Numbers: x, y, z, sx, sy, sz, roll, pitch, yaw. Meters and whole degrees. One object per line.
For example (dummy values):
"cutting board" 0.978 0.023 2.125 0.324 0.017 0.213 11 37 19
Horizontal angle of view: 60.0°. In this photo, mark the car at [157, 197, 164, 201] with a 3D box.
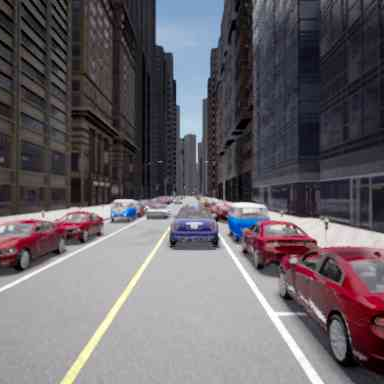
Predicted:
"car" -5.746 1.815 50.503 1.967 1.590 4.097 0 0 0

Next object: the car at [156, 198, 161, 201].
"car" -5.748 1.899 44.901 1.947 1.339 4.313 0 0 0

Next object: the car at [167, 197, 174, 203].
"car" -5.735 2.201 89.543 1.752 1.417 4.829 0 0 0

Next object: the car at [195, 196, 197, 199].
"car" 2.792 2.037 95.329 2.192 1.841 5.009 0 0 0

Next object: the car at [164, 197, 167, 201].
"car" -5.745 1.983 56.104 1.947 1.339 4.313 0 0 0

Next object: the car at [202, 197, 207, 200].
"car" 2.779 1.920 50.511 1.887 1.381 4.507 0 0 0

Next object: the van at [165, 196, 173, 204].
"van" -5.736 1.973 84.113 1.690 1.788 3.998 0 0 0

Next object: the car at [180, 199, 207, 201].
"car" 0.106 1.733 32.468 2.128 1.511 4.902 0 0 0

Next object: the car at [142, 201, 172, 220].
"car" -3.091 1.830 30.888 1.895 1.301 4.718 0 0 0

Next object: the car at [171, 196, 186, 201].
"car" -2.980 2.108 72.783 1.895 1.301 4.718 0 0 0

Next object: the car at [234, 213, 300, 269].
"car" 2.768 1.629 11.297 1.887 1.381 4.507 0 0 0

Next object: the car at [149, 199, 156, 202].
"car" -5.749 1.732 39.300 1.967 1.590 4.097 0 0 0

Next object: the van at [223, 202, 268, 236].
"van" 2.771 1.467 16.901 1.690 1.788 3.998 0 0 0

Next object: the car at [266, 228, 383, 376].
"car" 2.767 1.588 5.696 1.887 1.381 4.507 0 0 0

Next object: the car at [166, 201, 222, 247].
"car" 0.099 1.470 15.898 2.097 1.767 4.553 0 0 0

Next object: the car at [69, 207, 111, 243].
"car" -5.755 1.670 16.893 1.887 1.381 4.507 0 0 0

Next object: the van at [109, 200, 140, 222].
"van" -5.752 1.550 28.098 1.690 1.788 3.998 0 0 0

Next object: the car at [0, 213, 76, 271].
"car" -5.757 1.629 11.291 1.887 1.381 4.507 0 0 0

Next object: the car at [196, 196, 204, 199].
"car" 2.369 1.960 67.359 1.801 1.575 5.366 0 0 0

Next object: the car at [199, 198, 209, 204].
"car" 2.787 2.139 78.521 2.008 1.369 4.403 0 0 0

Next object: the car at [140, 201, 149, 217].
"car" -5.751 1.832 33.697 1.802 1.307 4.206 0 0 0

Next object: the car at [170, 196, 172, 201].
"car" -5.739 1.859 72.911 2.192 1.841 5.009 0 0 0

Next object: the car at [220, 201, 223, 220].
"car" 2.773 1.754 28.104 1.887 1.381 4.507 0 0 0

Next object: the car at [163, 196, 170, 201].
"car" -5.742 1.774 61.708 2.192 1.841 5.009 0 0 0
